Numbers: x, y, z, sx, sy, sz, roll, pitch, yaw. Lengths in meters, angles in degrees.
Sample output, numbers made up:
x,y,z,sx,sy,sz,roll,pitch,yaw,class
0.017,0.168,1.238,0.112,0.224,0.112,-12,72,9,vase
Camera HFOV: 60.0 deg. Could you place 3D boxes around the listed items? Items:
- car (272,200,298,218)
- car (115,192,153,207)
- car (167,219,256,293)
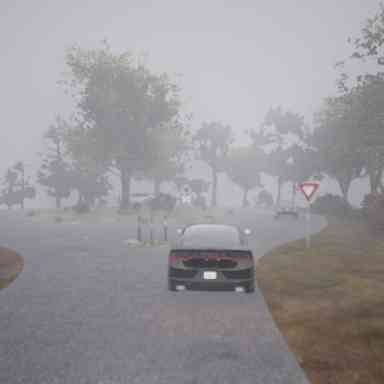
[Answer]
x,y,z,sx,sy,sz,roll,pitch,yaw,class
8.005,1.437,28.773,2.033,1.411,5.357,0,0,11,car
-7.954,1.045,46.871,5.566,2.045,2.150,0,-1,-8,car
0.560,1.443,8.861,1.882,1.535,5.008,0,0,5,car
